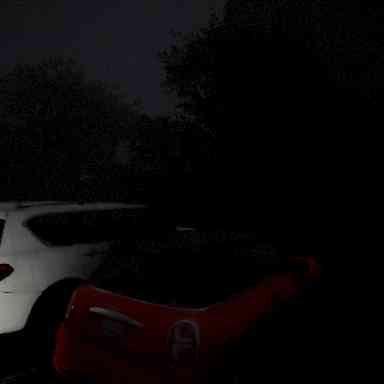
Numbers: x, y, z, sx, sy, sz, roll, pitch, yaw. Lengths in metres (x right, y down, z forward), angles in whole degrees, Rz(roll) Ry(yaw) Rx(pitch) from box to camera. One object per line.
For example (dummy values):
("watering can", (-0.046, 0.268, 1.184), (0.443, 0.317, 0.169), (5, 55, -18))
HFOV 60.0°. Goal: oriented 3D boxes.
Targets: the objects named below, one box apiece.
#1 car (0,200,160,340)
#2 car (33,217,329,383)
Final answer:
("car", (-1.764, 1.180, 6.574), (2.435, 2.045, 5.566), (1, 0, 36))
("car", (0.476, 1.332, 4.904), (2.185, 1.767, 4.553), (1, 0, 36))
